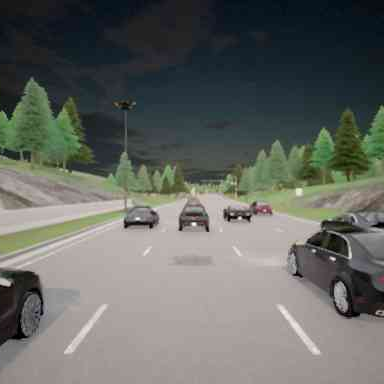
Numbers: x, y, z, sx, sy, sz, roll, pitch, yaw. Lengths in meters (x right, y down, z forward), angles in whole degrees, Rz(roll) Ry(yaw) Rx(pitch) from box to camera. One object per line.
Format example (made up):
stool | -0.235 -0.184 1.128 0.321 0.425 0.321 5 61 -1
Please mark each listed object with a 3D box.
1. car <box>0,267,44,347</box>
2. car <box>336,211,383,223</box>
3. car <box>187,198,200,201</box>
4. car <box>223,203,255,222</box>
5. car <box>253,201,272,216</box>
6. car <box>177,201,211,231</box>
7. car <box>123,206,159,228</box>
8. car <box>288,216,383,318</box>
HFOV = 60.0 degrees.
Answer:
car | -3.388 1.505 3.686 2.128 1.511 4.902 0 0 0
car | 7.114 1.550 14.274 2.128 1.511 4.902 0 0 0
car | 0.185 1.509 40.496 2.097 1.767 4.553 0 0 1
car | 3.624 1.709 27.407 1.895 1.301 4.718 0 0 0
car | 7.123 1.663 34.868 1.812 1.442 4.674 0 0 0
car | 0.118 1.588 21.344 1.837 1.490 4.892 0 0 0
car | -3.379 1.651 22.767 1.994 1.385 4.181 0 0 0
car | 3.614 1.535 7.455 1.837 1.490 4.892 0 0 0
